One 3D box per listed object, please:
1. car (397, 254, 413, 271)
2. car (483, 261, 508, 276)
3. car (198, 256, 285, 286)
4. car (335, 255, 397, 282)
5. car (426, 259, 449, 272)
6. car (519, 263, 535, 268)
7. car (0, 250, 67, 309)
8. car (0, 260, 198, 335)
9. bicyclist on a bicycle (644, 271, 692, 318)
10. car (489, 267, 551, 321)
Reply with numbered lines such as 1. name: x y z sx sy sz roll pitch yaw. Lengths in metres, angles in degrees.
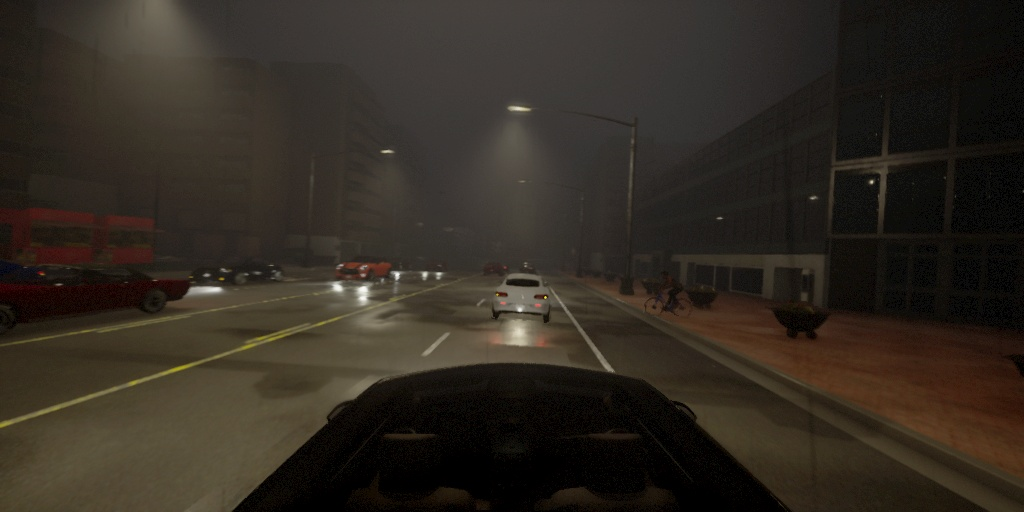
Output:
1. car: -12.450 0.826 39.248 1.837 1.490 4.892 3 -1 3
2. car: -1.894 1.328 38.561 1.882 1.535 5.008 3 0 3
3. car: -13.501 0.682 17.956 1.994 1.385 4.181 3 0 3
4. car: -9.715 0.704 23.853 2.097 1.767 4.553 3 -1 3
5. car: -8.766 1.042 42.533 1.882 1.535 5.008 3 0 3
6. car: 1.770 1.550 41.728 2.128 1.511 4.902 3 0 3
7. car: -13.939 0.581 8.099 1.812 1.442 4.674 3 0 2
8. car: -10.452 0.836 8.278 1.895 1.301 4.718 3 0 3
9. bicyclist on a bicycle: 5.509 1.364 12.632 1.656 1.620 0.582 2 0 3
10. car: 0.389 1.329 12.758 1.812 1.442 4.674 3 0 4
